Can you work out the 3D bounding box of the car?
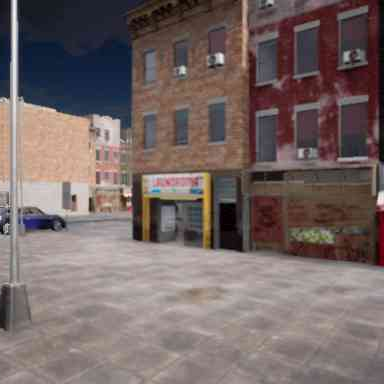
[{"bbox_3d":[-10.314,1.641,20.915,2.097,1.767,4.553,0,-1,36],"label":"car"}]
